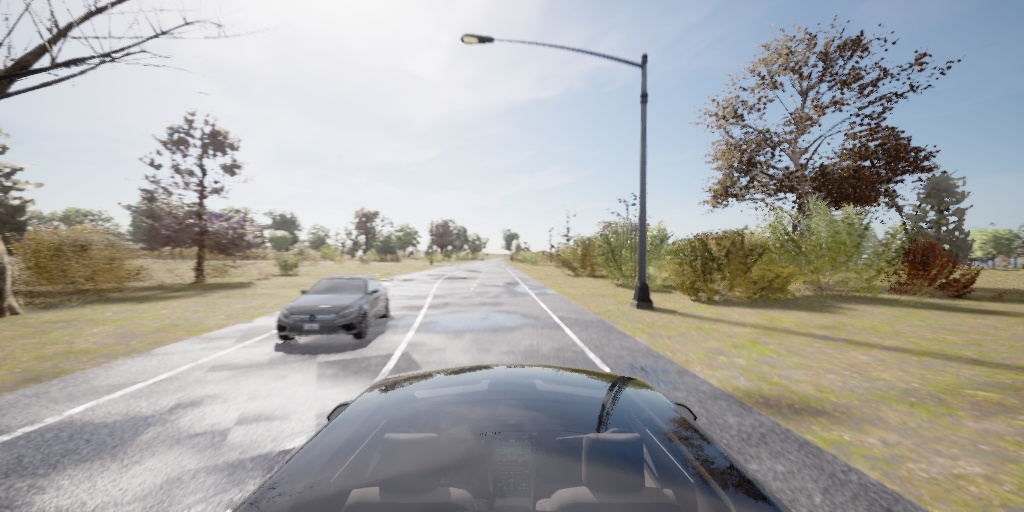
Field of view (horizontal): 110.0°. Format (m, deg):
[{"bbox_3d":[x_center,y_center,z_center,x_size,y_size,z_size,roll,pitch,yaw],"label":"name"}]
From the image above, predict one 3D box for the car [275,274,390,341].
[{"bbox_3d":[-4.621,1.257,9.982,1.812,1.442,4.674,1,0,-8],"label":"car"}]
